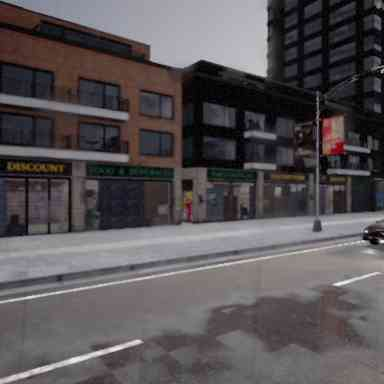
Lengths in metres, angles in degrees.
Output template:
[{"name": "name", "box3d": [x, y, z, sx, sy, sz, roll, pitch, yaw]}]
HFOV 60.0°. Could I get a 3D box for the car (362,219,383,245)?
[{"name": "car", "box3d": [9.608, 1.541, 14.525, 5.357, 1.411, 2.033, 0, 0, -35]}]
